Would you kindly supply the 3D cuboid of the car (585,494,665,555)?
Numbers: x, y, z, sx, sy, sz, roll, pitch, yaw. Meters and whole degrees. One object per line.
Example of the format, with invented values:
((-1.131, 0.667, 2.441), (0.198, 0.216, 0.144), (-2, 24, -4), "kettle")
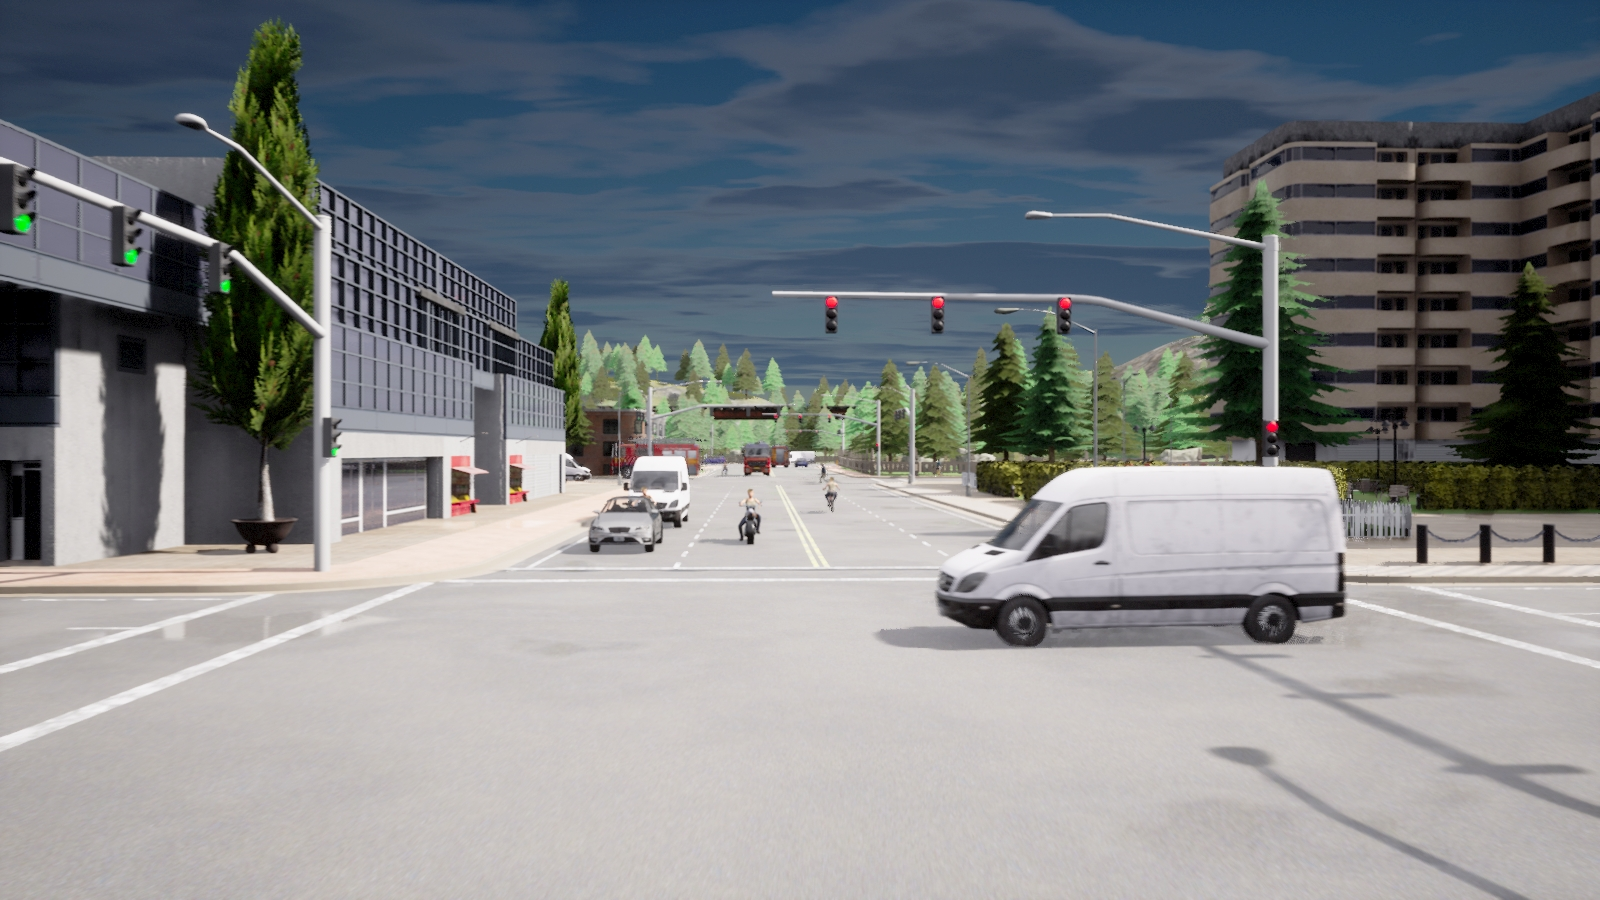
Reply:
((-4.921, 2.068, 32.636), (1.816, 1.474, 4.193), (0, 0, -2), "car")

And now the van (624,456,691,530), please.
((-5.285, 1.538, 43.006), (1.988, 2.561, 5.915), (0, 0, -2), "van")

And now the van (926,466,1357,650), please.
((5.023, 1.537, 17.281), (5.915, 2.561, 1.988), (0, 0, -5), "van")
